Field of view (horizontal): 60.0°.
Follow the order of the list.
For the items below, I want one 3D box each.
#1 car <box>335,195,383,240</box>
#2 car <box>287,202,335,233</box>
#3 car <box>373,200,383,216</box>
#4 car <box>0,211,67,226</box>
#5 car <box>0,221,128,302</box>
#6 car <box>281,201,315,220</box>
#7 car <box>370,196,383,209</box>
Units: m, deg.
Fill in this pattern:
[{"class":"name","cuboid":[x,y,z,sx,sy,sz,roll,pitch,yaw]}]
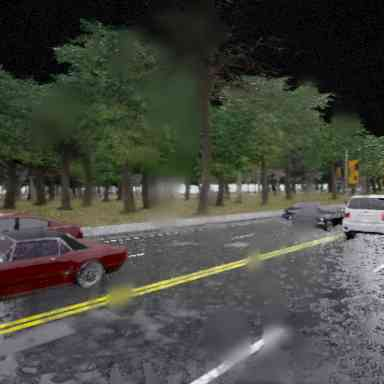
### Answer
[{"class":"car","cuboid":[8.998,1.161,15.718,2.150,2.045,5.566,1,1,43]},{"class":"car","cuboid":[7.664,1.506,19.363,1.895,1.301,4.718,1,1,43]},{"class":"car","cuboid":[18.855,1.443,31.465,1.895,1.301,4.718,1,1,43]},{"class":"car","cuboid":[-5.678,1.363,9.707,1.882,1.535,5.008,1,0,43]},{"class":"car","cuboid":[-3.799,1.516,6.954,1.895,1.301,4.718,1,0,43]},{"class":"car","cuboid":[8.841,1.414,25.425,2.033,1.411,5.357,1,1,43]},{"class":"car","cuboid":[24.000,1.249,41.750,1.812,1.442,4.674,1,1,43]}]
